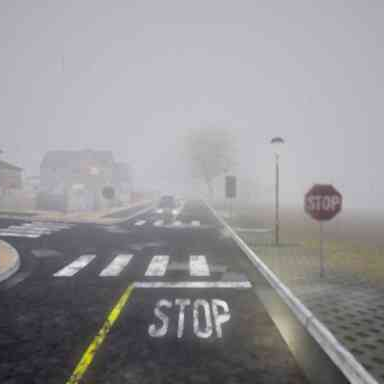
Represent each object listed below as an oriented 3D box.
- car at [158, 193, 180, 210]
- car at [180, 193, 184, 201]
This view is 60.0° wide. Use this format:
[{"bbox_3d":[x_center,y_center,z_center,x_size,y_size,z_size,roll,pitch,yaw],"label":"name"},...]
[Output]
[{"bbox_3d":[-2.648,1.108,36.592,1.882,1.535,5.008,0,2,0],"label":"car"},{"bbox_3d":[-2.535,0.862,61.143,1.812,1.442,4.674,0,1,0],"label":"car"}]
